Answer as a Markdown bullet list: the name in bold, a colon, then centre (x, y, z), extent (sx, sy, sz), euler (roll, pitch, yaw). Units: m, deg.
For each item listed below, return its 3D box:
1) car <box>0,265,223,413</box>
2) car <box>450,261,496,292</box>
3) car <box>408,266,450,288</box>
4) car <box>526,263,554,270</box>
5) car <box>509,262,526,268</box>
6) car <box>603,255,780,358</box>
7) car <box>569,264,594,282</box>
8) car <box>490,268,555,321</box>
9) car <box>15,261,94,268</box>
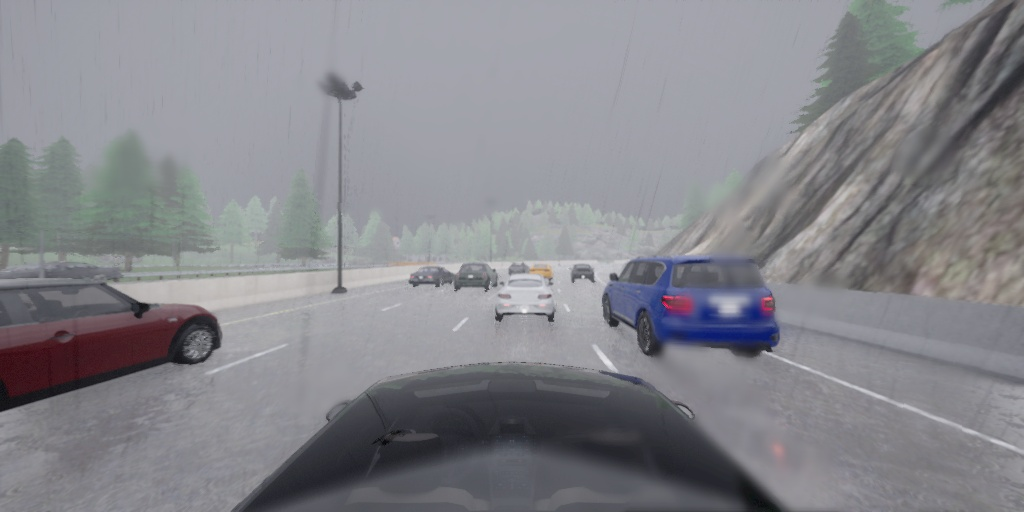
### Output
- **car**: centre (-6.807, 1.111, 5.214), extent (2.097, 1.767, 4.553), euler (0, 0, 1)
- **car**: centre (-2.138, 1.207, 22.702), extent (2.097, 1.767, 4.553), euler (0, 0, 6)
- **car**: centre (-5.426, 1.410, 25.033), extent (2.033, 1.411, 5.357), euler (0, 0, 7)
- **car**: centre (2.675, 1.387, 32.038), extent (1.882, 1.535, 5.008), euler (0, 0, 9)
- **car**: centre (0.869, 1.446, 41.258), extent (2.128, 1.511, 4.902), euler (0, 0, 12)
- **car**: centre (3.784, 1.013, 8.737), extent (2.150, 2.045, 5.566), euler (0, 0, 2)
- **car**: centre (5.998, 1.412, 30.693), extent (1.837, 1.490, 4.892), euler (0, 0, 9)
- **car**: centre (0.491, 1.332, 12.578), extent (1.812, 1.442, 4.674), euler (0, 0, 3)
- **car**: centre (-23.820, 0.959, 18.609), extent (2.033, 1.411, 5.357), euler (0, 0, 5)
